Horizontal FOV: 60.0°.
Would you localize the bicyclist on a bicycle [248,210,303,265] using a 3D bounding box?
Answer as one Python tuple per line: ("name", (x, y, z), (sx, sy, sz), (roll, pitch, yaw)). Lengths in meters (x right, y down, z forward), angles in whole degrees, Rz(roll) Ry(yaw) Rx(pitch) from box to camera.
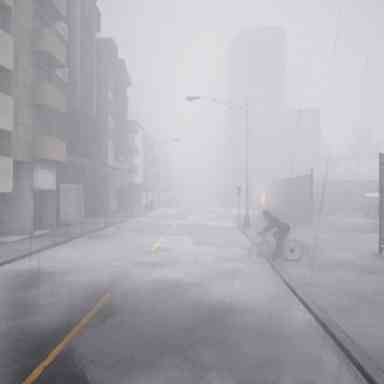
("bicyclist on a bicycle", (2.458, 1.352, 9.955), (1.656, 1.620, 0.582), (-6, 0, 2))
